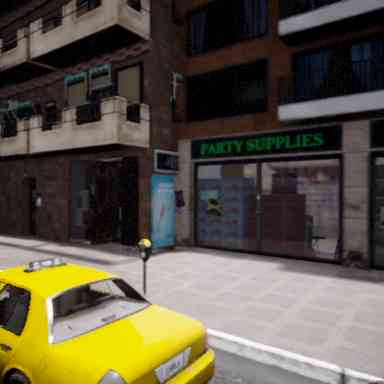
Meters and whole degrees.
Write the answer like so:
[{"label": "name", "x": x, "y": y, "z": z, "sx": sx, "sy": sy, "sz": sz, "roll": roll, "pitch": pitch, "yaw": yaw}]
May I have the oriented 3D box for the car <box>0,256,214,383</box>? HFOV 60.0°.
[{"label": "car", "x": -2.048, "y": 1.522, "z": 4.330, "sx": 4.829, "sy": 1.417, "sz": 1.752, "roll": 0, "pitch": 0, "yaw": 35}]
